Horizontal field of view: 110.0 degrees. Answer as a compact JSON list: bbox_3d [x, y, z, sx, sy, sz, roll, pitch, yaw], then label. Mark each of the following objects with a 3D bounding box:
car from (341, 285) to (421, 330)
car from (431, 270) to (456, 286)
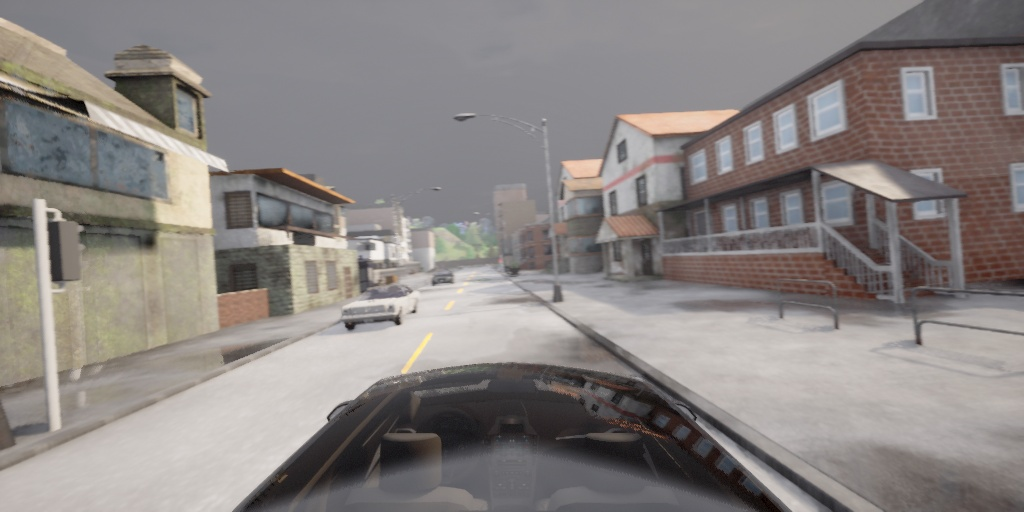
[{"bbox_3d":[-4.857,1.828,13.845,1.895,1.301,4.718,-5,0,-5],"label":"car"},{"bbox_3d":[-6.546,2.083,34.463,1.994,1.385,4.181,-5,0,-5],"label":"car"}]
